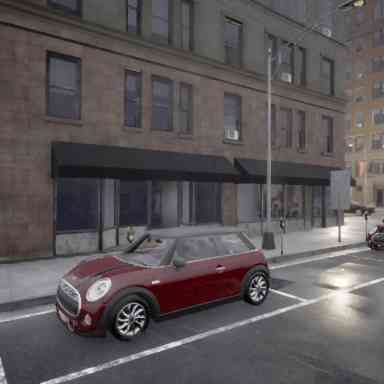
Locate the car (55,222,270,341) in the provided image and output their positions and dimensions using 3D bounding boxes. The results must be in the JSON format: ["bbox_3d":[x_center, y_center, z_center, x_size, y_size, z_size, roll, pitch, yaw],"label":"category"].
[{"bbox_3d":[-0.429,1.441,6.441,4.097,1.590,1.967,0,0,-35],"label":"car"}]

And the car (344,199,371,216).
[{"bbox_3d":[14.742,1.404,31.710,1.882,1.535,5.008,1,0,-37],"label":"car"}]

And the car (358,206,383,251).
[{"bbox_3d":[8.530,1.445,12.801,4.097,1.590,1.967,0,0,-35],"label":"car"}]
